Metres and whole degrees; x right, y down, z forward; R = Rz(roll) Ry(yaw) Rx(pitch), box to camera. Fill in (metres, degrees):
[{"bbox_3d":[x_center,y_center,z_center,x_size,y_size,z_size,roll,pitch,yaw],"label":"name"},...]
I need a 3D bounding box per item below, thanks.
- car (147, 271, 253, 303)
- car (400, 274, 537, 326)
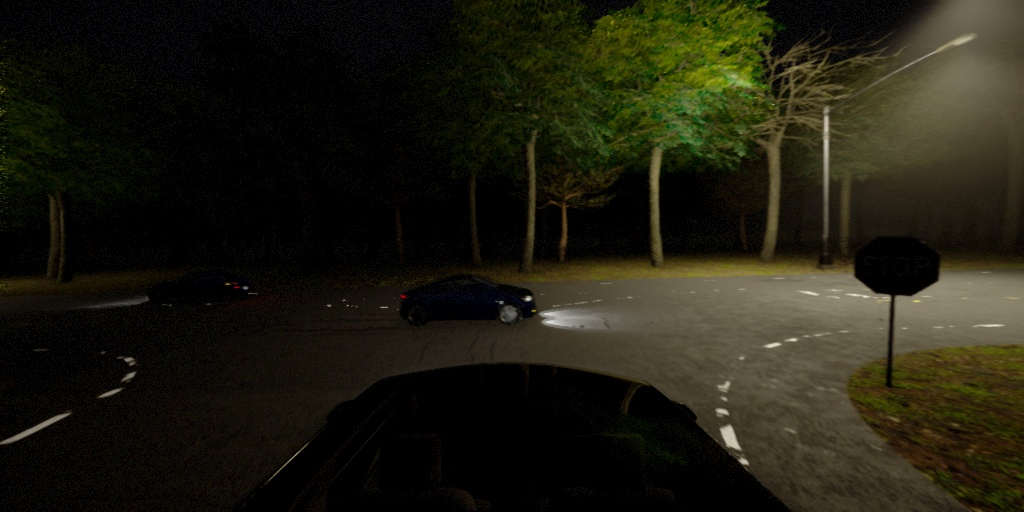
[{"bbox_3d":[-16.065,1.527,18.584,4.674,1.442,1.812,-2,3,1],"label":"car"},{"bbox_3d":[-1.324,1.291,11.271,4.181,1.385,1.994,-1,2,1],"label":"car"}]
